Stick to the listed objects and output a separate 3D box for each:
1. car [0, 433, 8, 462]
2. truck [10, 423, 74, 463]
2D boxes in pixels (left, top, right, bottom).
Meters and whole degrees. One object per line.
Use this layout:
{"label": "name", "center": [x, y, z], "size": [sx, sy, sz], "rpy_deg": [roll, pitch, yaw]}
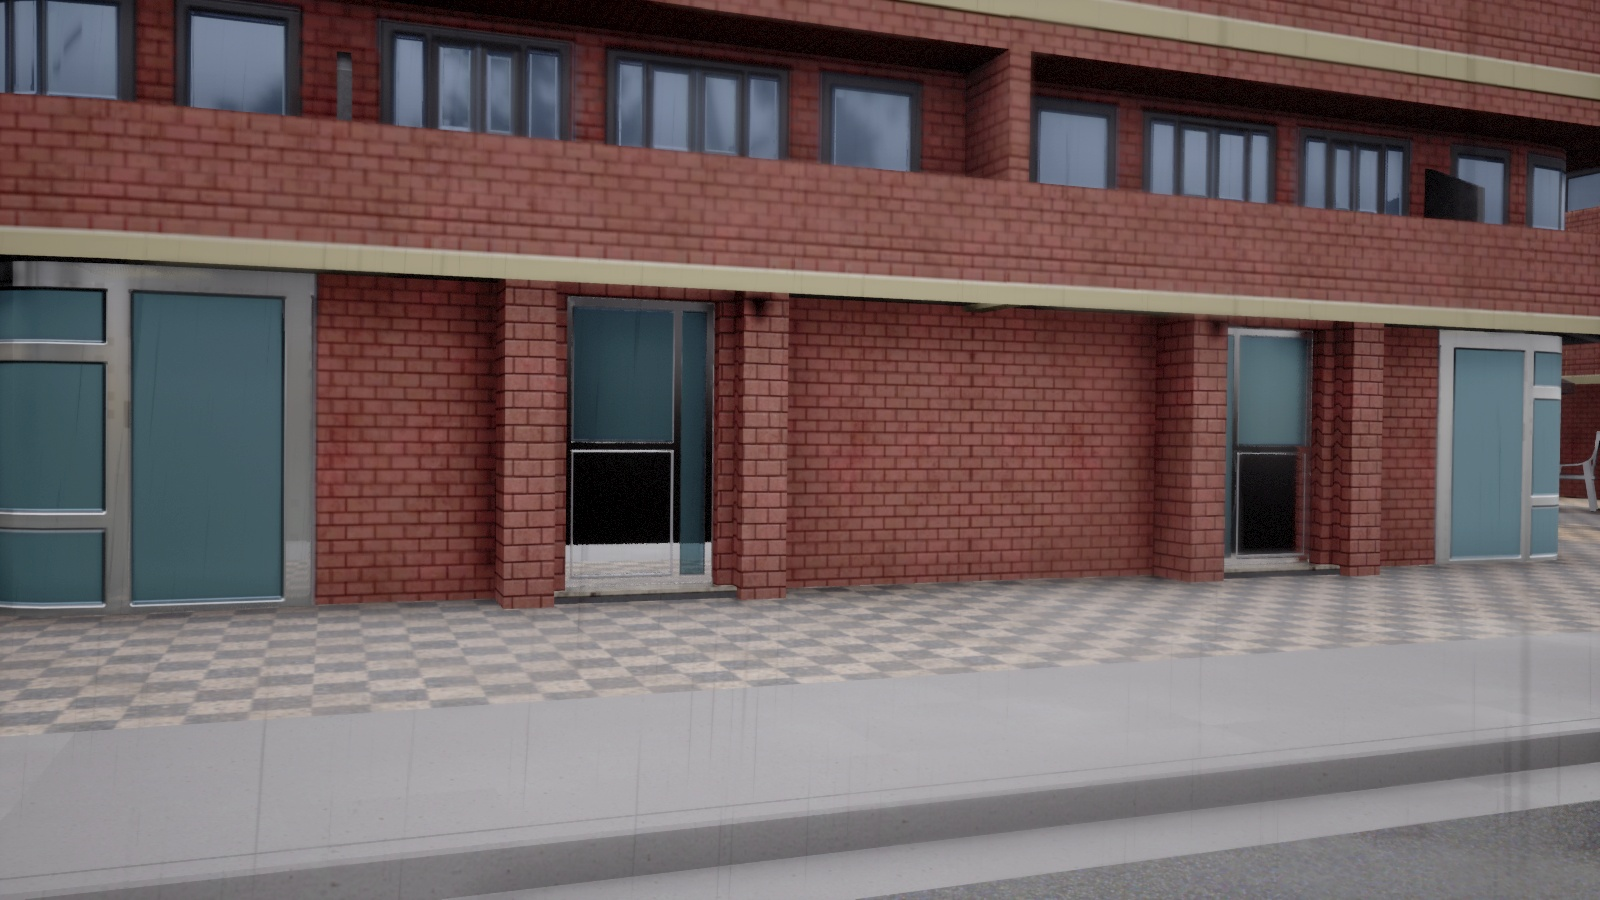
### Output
{"label": "car", "center": [-51.750, -0.142, 79.606], "size": [1.905, 1.878, 3.866], "rpy_deg": [-1, 1, -21]}
{"label": "truck", "center": [-48.019, -0.465, 79.645], "size": [2.627, 2.467, 5.204], "rpy_deg": [-1, 1, -22]}
